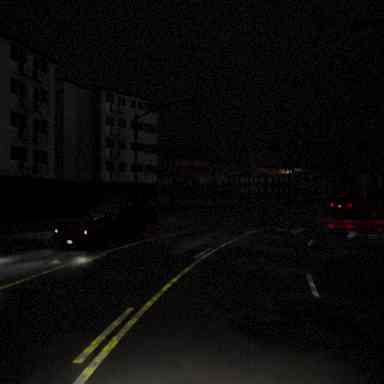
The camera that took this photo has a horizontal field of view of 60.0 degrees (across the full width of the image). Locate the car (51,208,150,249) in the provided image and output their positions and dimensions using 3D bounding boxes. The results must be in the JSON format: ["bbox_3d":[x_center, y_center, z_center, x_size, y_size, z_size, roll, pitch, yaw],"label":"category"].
[{"bbox_3d":[-3.969,1.636,14.985,1.895,1.301,4.718,0,0,21],"label":"car"}]

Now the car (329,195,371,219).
[{"bbox_3d":[14.469,1.302,30.350,2.150,2.045,5.566,0,0,44],"label":"car"}]

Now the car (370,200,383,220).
[{"bbox_3d":[17.180,1.568,28.128,2.128,1.511,4.902,0,0,44],"label":"car"}]

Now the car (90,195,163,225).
[{"bbox_3d":[-4.533,1.278,22.510,2.150,2.045,5.566,0,-1,27],"label":"car"}]

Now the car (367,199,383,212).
[{"bbox_3d":[23.252,1.658,41.576,1.994,1.385,4.181,0,0,22],"label":"car"}]
